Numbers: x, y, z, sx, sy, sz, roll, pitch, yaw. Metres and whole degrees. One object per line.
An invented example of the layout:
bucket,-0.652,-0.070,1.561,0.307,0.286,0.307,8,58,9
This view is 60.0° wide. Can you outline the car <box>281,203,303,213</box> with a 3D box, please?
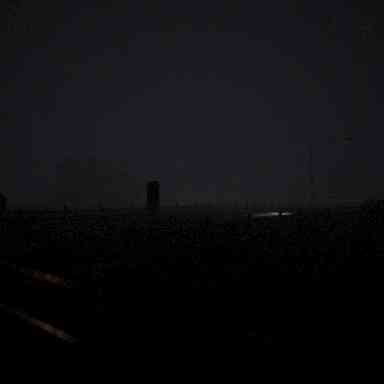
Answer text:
car,14.790,2.333,49.320,1.895,1.301,4.718,-1,-1,36
